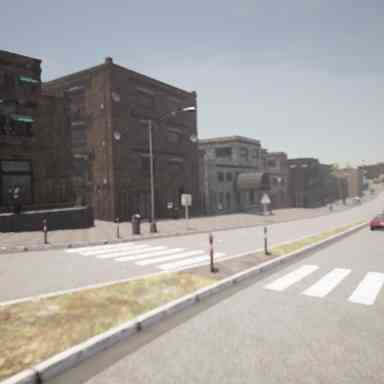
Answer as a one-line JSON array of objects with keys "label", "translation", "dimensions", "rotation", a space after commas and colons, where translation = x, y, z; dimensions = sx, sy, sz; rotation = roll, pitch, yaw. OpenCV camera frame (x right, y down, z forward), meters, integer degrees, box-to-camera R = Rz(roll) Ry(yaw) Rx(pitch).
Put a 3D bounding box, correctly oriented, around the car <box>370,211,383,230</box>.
[{"label": "car", "translation": [17.170, 2.672, 29.737], "dimensions": [1.994, 1.385, 4.181], "rotation": [-1, -2, 34]}]
